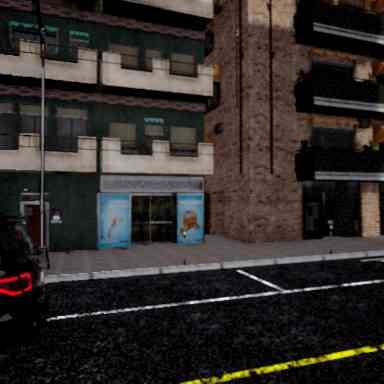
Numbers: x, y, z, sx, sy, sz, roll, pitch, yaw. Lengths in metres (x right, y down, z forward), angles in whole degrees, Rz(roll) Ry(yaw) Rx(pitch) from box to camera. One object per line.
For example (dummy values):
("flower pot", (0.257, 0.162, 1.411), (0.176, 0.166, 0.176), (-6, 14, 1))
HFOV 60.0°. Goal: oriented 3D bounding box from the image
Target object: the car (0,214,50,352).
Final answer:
("car", (-4.773, 1.338, 4.101), (5.566, 2.045, 2.150), (0, -1, -19))
